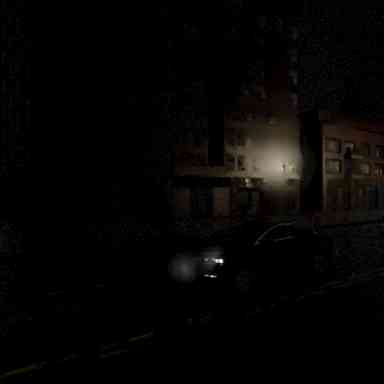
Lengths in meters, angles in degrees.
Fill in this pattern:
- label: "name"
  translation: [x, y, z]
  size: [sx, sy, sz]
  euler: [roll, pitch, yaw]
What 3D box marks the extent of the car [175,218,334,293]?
- label: "car"
  translation: [1.846, 1.492, 8.984]
  size: [4.902, 1.511, 2.128]
  euler: [0, 0, -35]
